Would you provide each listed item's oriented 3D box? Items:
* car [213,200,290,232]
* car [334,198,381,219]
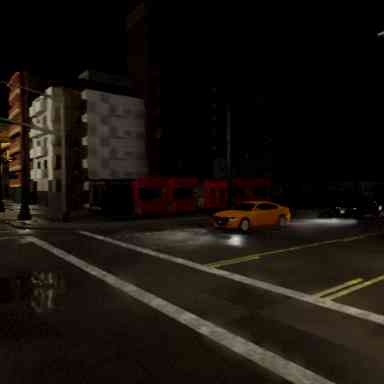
[{"bbox_3d":[3.387,1.247,18.554,5.008,1.535,1.882,-1,1,-38],"label":"car"},{"bbox_3d":[13.048,1.200,26.118,4.902,1.511,2.128,0,1,-38],"label":"car"}]
